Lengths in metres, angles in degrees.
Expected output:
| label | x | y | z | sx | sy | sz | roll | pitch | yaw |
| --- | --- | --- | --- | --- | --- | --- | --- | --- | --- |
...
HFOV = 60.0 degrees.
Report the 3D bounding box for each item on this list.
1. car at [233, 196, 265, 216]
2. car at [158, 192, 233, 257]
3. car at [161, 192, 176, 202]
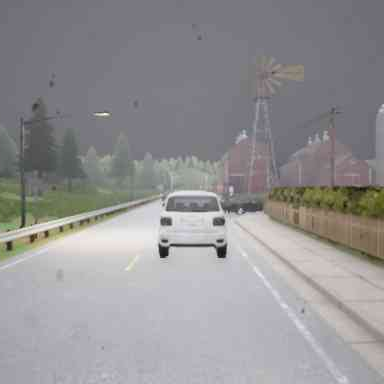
| label | x | y | z | sx | sy | sz | roll | pitch | yaw |
| --- | --- | --- | --- | --- | --- | --- | --- | --- | --- |
| car | 4.550 | 1.103 | 27.510 | 4.892 | 1.490 | 1.837 | -1 | -1 | -30 |
| car | 0.052 | 1.033 | 12.207 | 2.150 | 2.045 | 5.566 | 0 | 0 | 1 |
| car | -3.571 | 0.759 | 51.030 | 1.837 | 1.490 | 4.892 | 0 | 0 | 0 |
